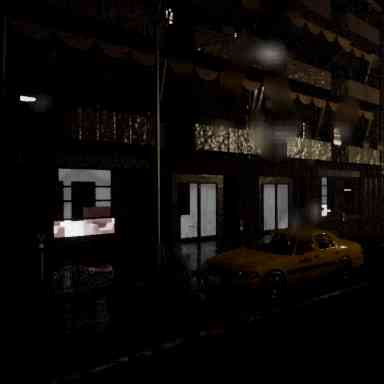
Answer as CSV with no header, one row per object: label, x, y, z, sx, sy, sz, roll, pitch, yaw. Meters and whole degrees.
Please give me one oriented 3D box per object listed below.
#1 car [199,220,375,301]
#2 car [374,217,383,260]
car,2.408,1.526,8.296,4.829,1.417,1.752,0,0,-36
car,7.039,1.546,11.611,4.507,1.381,1.887,0,0,-36
